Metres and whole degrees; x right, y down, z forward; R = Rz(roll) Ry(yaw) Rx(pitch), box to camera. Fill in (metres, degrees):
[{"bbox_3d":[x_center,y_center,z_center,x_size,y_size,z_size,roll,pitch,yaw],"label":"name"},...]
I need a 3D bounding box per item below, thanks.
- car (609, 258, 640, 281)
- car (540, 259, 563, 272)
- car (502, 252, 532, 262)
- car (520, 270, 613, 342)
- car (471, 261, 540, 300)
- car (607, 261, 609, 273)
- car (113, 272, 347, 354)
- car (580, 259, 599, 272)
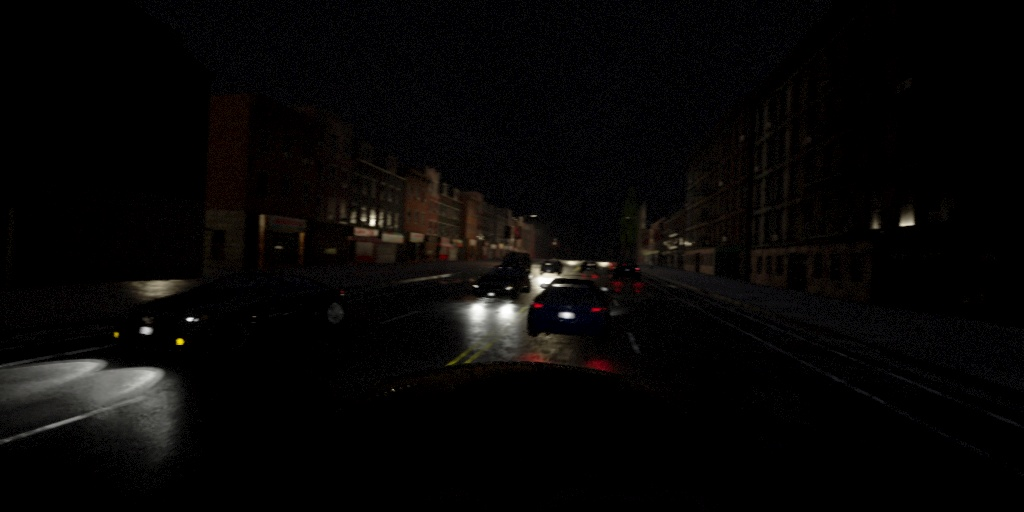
[{"bbox_3d":[9.896,1.147,31.297,2.097,1.767,4.553,2,1,13],"label":"car"},{"bbox_3d":[3.800,1.049,34.088,2.128,1.511,4.902,2,1,13],"label":"car"},{"bbox_3d":[0.488,0.659,34.208,2.150,2.045,5.566,2,0,13],"label":"car"},{"bbox_3d":[1.677,1.304,10.014,1.994,1.385,4.181,2,0,13],"label":"car"},{"bbox_3d":[-0.235,1.154,17.054,2.033,1.411,5.357,2,1,13],"label":"car"},{"bbox_3d":[12.538,1.074,42.855,2.097,1.767,4.553,2,1,13],"label":"car"},{"bbox_3d":[-5.673,1.061,7.936,1.994,1.385,4.181,2,0,13],"label":"car"},{"bbox_3d":[8.762,1.117,40.693,2.128,1.511,4.902,2,1,13],"label":"car"}]
